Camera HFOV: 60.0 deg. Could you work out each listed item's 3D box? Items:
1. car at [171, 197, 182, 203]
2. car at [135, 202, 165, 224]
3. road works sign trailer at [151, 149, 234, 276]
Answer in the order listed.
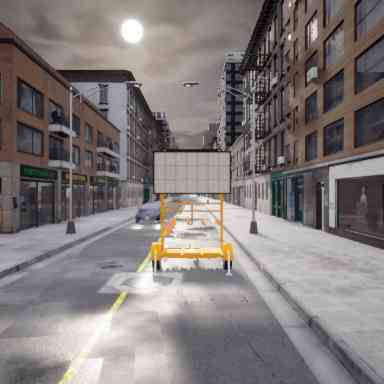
[{"bbox_3d":[-2.975,1.623,64.109,2.033,1.411,5.357,0,0,0],"label":"car"},{"bbox_3d":[-3.090,1.539,25.289,1.812,1.442,4.674,0,0,0],"label":"car"},{"bbox_3d":[0.004,0.466,10.381,2.380,3.560,2.880,0,0,0],"label":"road works sign trailer"}]
